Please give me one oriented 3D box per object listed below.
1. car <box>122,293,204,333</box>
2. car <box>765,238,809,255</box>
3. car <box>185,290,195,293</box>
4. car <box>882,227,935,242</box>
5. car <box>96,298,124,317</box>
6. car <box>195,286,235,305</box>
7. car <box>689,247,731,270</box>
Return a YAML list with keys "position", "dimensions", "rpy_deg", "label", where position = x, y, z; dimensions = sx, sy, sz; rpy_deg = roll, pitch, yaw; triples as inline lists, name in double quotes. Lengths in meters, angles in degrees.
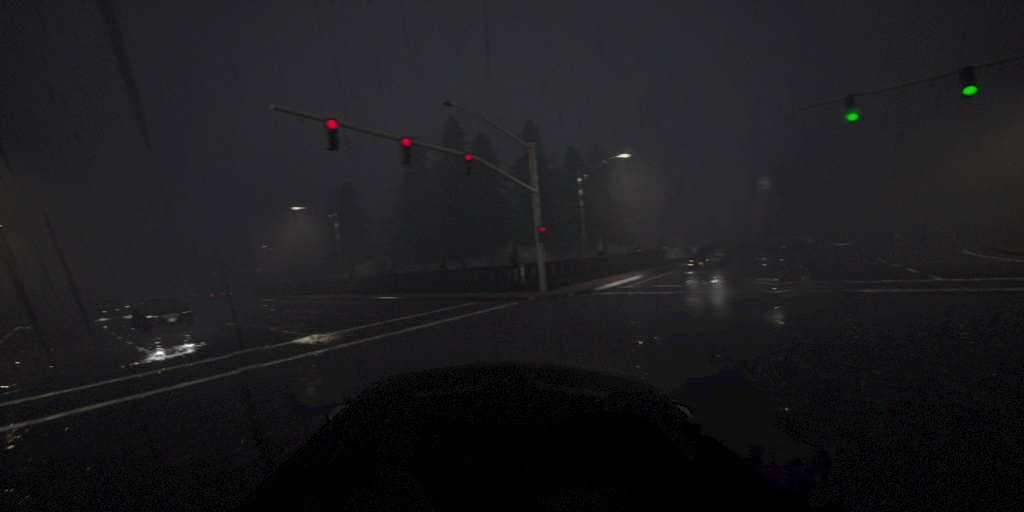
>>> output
- position: [-18.233, 2.973, 18.672]
  dimensions: [4.902, 1.511, 2.128]
  rpy_deg: [-5, 0, 38]
  label: "car"
- position: [27.693, -1.062, 36.169]
  dimensions: [5.008, 1.535, 1.882]
  rpy_deg: [-4, -1, -26]
  label: "car"
- position: [-39.100, 4.940, 43.837]
  dimensions: [4.902, 1.511, 2.128]
  rpy_deg: [-5, 0, 38]
  label: "car"
- position: [45.148, -2.543, 40.913]
  dimensions: [5.008, 1.535, 1.882]
  rpy_deg: [-5, 0, -3]
  label: "car"
- position: [-36.736, 4.693, 33.107]
  dimensions: [4.892, 1.490, 1.837]
  rpy_deg: [-6, -1, 38]
  label: "car"
- position: [-31.011, 4.055, 37.611]
  dimensions: [4.553, 1.767, 2.097]
  rpy_deg: [-5, 0, 38]
  label: "car"
- position: [14.103, 0.112, 25.512]
  dimensions: [1.837, 1.490, 4.892]
  rpy_deg: [-6, -1, 43]
  label: "car"
